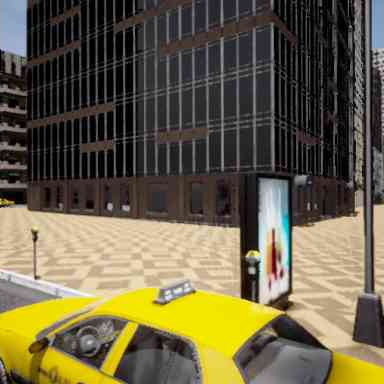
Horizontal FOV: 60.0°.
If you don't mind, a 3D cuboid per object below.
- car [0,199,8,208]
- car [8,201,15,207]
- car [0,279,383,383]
[{"bbox_3d":[-27.958,1.542,45.085,1.967,1.590,4.097,-1,-2,35],"label":"car"},{"bbox_3d":[-31.623,1.756,54.338,1.752,1.417,4.829,-1,-2,35],"label":"car"},{"bbox_3d":[-0.377,1.517,3.152,4.829,1.417,1.752,0,0,35],"label":"car"}]
